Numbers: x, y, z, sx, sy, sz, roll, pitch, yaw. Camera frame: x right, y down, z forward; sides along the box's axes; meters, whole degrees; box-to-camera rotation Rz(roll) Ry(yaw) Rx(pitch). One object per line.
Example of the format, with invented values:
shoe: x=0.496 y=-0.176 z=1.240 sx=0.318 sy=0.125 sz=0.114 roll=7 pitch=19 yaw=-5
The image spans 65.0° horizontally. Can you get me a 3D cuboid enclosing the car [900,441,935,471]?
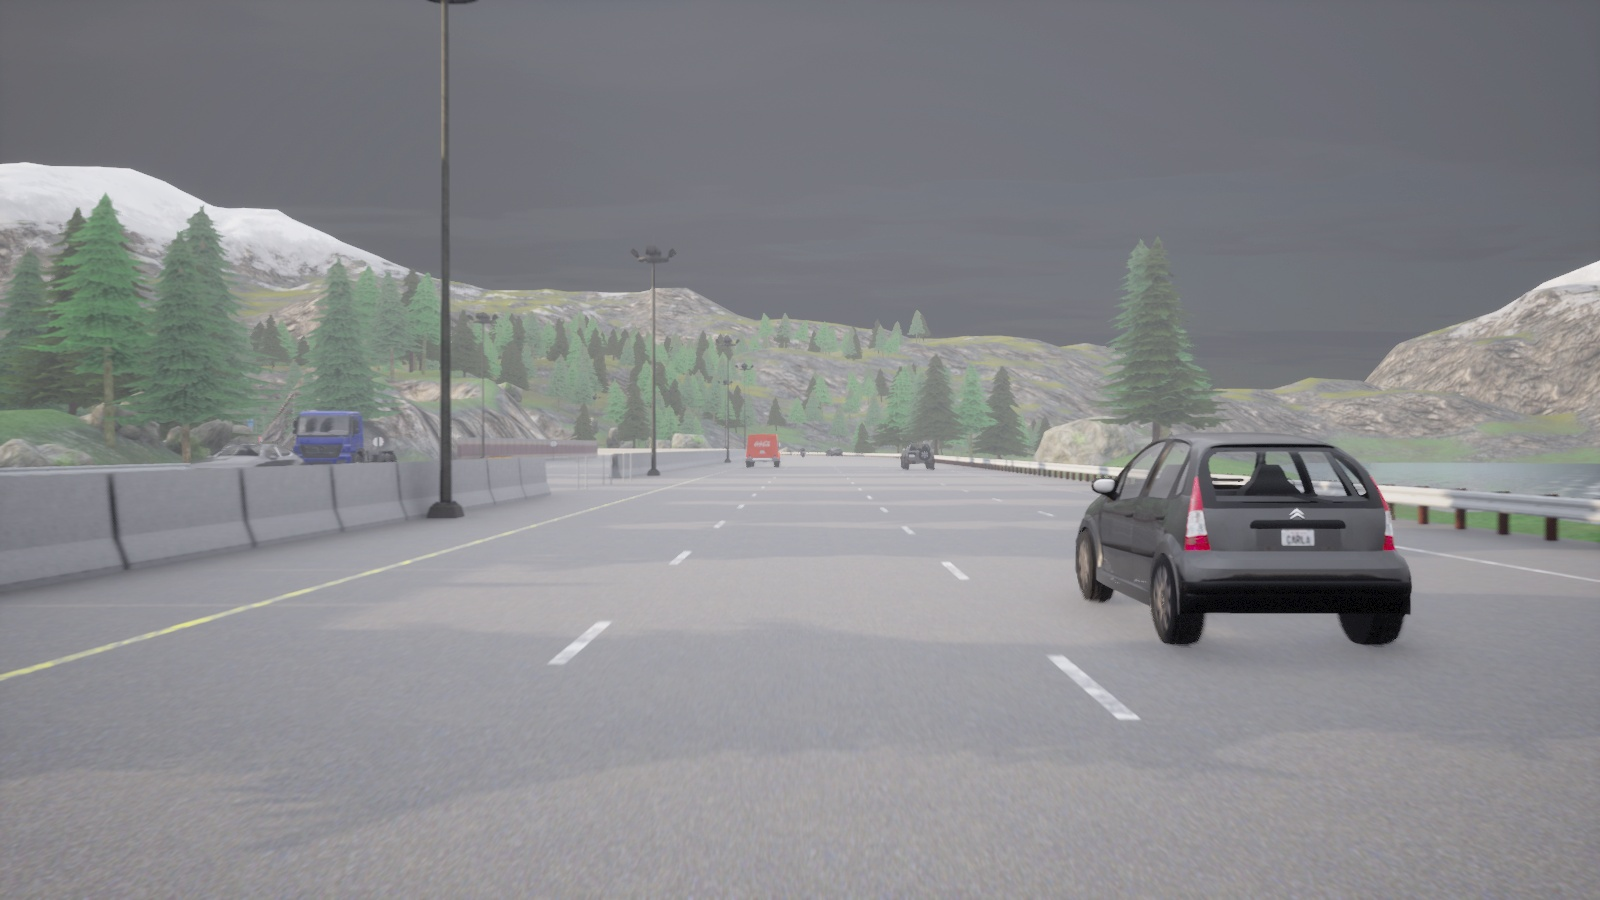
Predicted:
car: x=7.698 y=0.377 z=82.490 sx=1.932 sy=1.855 sz=4.605 roll=0 pitch=0 yaw=0

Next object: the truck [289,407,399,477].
truck: x=-23.941 y=-0.410 z=66.464 sx=2.891 sy=3.462 sz=7.936 roll=0 pitch=0 yaw=0

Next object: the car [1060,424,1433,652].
car: x=3.585 y=0.623 z=10.914 sx=1.851 sy=1.617 sz=3.988 roll=0 pitch=0 yaw=0

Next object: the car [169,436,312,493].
car: x=-17.176 y=0.421 z=38.889 sx=2.152 sy=1.651 sz=5.027 roll=0 pitch=0 yaw=0

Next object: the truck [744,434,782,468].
truck: x=-2.705 y=0.039 z=93.849 sx=2.627 sy=2.467 sz=5.204 roll=0 pitch=0 yaw=0
